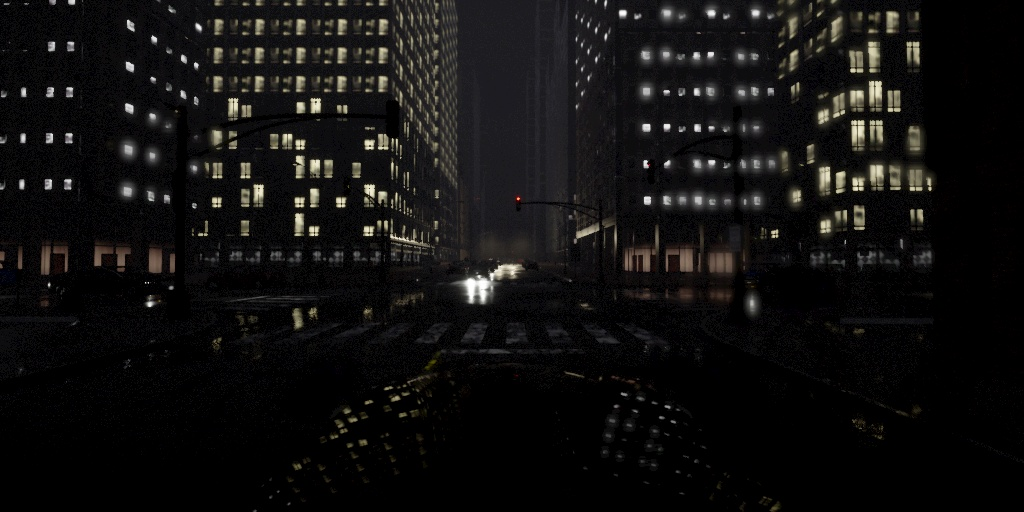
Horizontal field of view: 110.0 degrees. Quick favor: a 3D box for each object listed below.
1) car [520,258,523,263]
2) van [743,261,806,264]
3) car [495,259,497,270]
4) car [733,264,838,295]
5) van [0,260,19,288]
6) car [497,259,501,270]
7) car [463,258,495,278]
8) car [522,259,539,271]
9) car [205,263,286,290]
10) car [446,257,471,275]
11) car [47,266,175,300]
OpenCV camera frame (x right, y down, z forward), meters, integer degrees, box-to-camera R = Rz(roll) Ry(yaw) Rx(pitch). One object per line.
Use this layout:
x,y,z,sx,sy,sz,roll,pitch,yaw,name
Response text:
2.694,1.298,60.204,1.751,1.417,4.829,0,0,0,car
15.982,1.210,22.155,3.998,1.789,1.690,0,0,0,van
-3.091,1.291,43.587,1.812,1.442,4.674,0,0,0,car
14.874,1.321,19.584,4.892,1.490,1.837,0,-1,0,car
-33.437,1.132,22.269,3.998,1.789,1.690,0,0,0,van
-3.095,1.333,53.559,1.994,1.385,4.181,0,0,0,car
-3.096,1.254,34.366,2.128,1.511,4.902,0,0,0,car
2.693,1.350,48.878,1.802,1.307,4.207,0,0,0,car
-16.492,1.255,22.230,4.097,1.591,1.967,0,0,0,car
-5.689,1.203,37.667,1.967,1.591,4.097,0,0,0,car
-18.086,1.191,16.459,4.902,1.511,2.128,0,-1,0,car
